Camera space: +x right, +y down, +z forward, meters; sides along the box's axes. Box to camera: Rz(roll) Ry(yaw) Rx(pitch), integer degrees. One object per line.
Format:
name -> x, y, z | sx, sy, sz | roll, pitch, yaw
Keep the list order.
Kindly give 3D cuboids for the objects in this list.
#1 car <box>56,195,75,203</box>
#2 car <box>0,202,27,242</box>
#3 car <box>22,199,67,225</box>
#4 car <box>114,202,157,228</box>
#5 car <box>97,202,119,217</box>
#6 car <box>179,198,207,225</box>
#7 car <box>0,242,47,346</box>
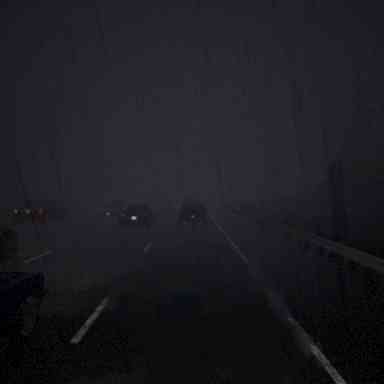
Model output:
car -> -24.590, 1.381, 64.816 | 1.994, 1.385, 4.181 | 0, 0, 0
car -> -6.918, 1.328, 9.392 | 2.097, 1.767, 4.553 | 0, 0, 0
car -> -10.432, 1.291, 23.238 | 2.097, 1.767, 4.553 | 0, 0, 0
car -> -3.429, 1.505, 21.634 | 1.994, 1.385, 4.181 | 0, 0, 0
car -> -6.940, 1.521, 29.795 | 1.895, 1.301, 4.718 | 0, 0, 0
car -> 0.068, 1.413, 23.730 | 1.882, 1.535, 5.008 | 0, 0, 0
car -> -3.412, 1.591, 3.594 | 1.895, 1.301, 4.718 | 0, 0, 0
